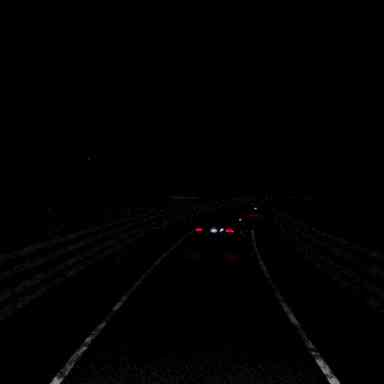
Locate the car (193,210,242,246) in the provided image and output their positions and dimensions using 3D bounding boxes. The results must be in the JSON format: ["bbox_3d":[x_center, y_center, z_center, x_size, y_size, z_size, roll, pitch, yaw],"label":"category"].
[{"bbox_3d":[1.285,1.567,15.533,2.033,1.411,5.357,0,0,10],"label":"car"}]

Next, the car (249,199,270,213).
[{"bbox_3d":[8.054,1.600,39.532,1.837,1.490,4.892,0,0,22],"label":"car"}]
